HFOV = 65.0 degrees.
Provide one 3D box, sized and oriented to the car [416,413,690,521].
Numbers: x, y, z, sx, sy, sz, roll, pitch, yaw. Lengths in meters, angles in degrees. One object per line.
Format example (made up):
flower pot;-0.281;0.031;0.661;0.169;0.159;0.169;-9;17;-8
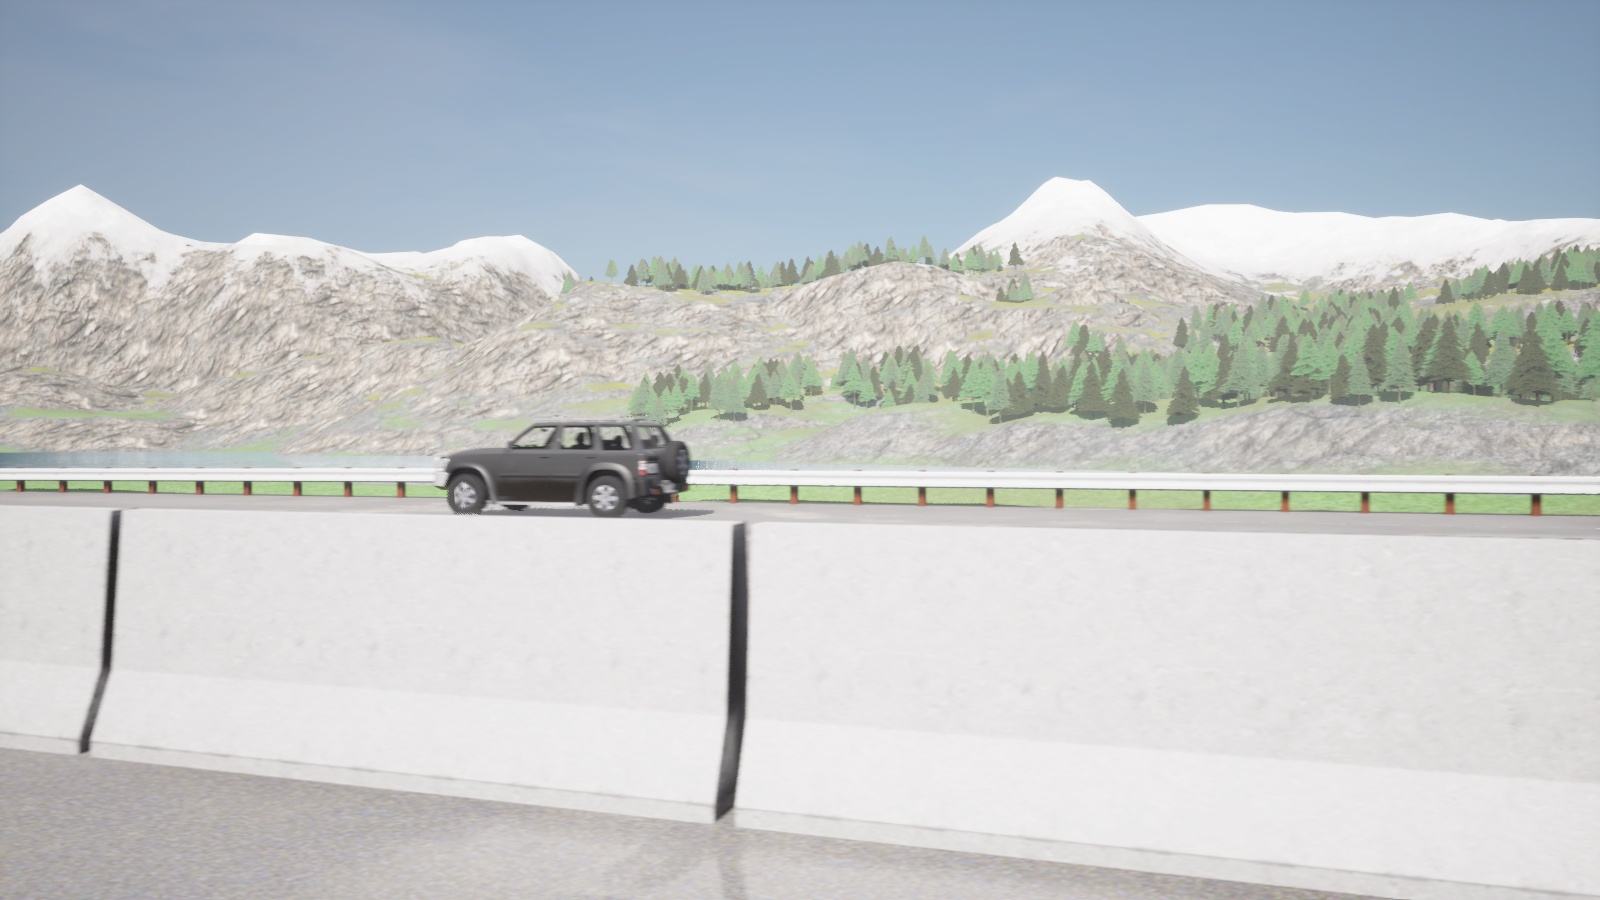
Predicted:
car;-4.547;0.255;23.183;4.605;1.855;1.932;1;1;19
